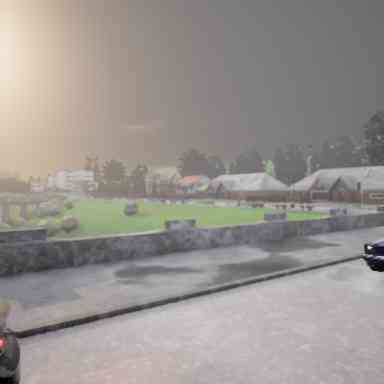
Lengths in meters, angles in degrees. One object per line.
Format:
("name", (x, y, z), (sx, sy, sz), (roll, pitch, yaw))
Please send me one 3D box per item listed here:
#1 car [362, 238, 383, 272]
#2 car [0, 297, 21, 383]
("car", (6.808, 1.538, 9.348), (4.718, 1.301, 1.895), (0, 0, -35))
("car", (-3.743, 1.515, 1.921), (4.892, 1.490, 1.837), (-1, 1, -35))
